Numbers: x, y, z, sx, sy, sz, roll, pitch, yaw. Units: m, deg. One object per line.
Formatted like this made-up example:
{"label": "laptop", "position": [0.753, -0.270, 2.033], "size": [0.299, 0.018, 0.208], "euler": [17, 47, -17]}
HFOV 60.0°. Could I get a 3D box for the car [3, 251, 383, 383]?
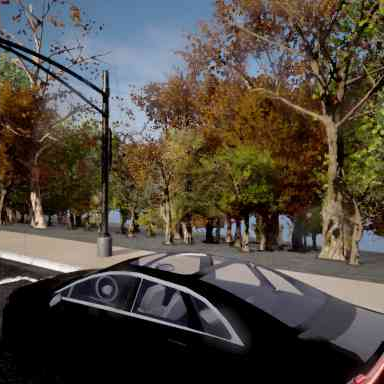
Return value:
{"label": "car", "position": [-0.382, 1.491, 3.963], "size": [4.902, 1.511, 2.128], "euler": [0, 0, 36]}
